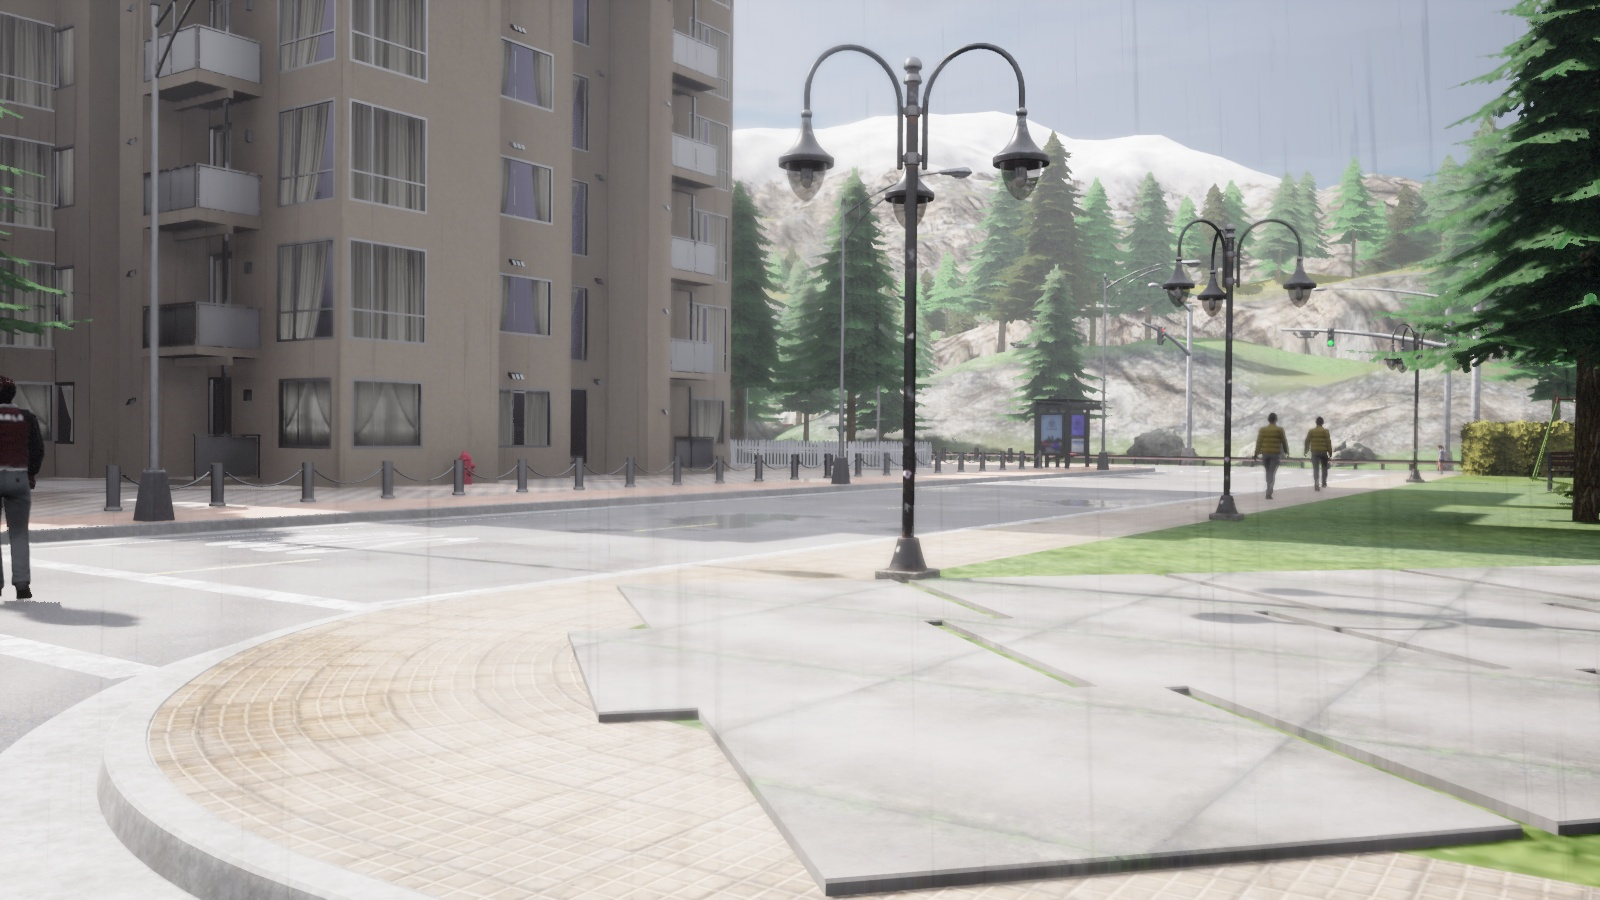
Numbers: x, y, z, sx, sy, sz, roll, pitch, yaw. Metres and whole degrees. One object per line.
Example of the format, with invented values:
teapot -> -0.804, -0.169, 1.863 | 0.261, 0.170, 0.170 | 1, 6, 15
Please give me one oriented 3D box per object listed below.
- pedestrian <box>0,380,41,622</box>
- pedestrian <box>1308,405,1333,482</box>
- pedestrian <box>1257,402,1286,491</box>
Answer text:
pedestrian -> -6.539, 0.405, 10.313 | 0.402, 1.930, 0.666 | -1, 1, -40
pedestrian -> 12.660, -0.155, 30.542 | 0.431, 1.840, 0.709 | 0, 1, 34
pedestrian -> 9.864, -0.071, 26.277 | 0.431, 1.840, 0.709 | 0, 1, 32
